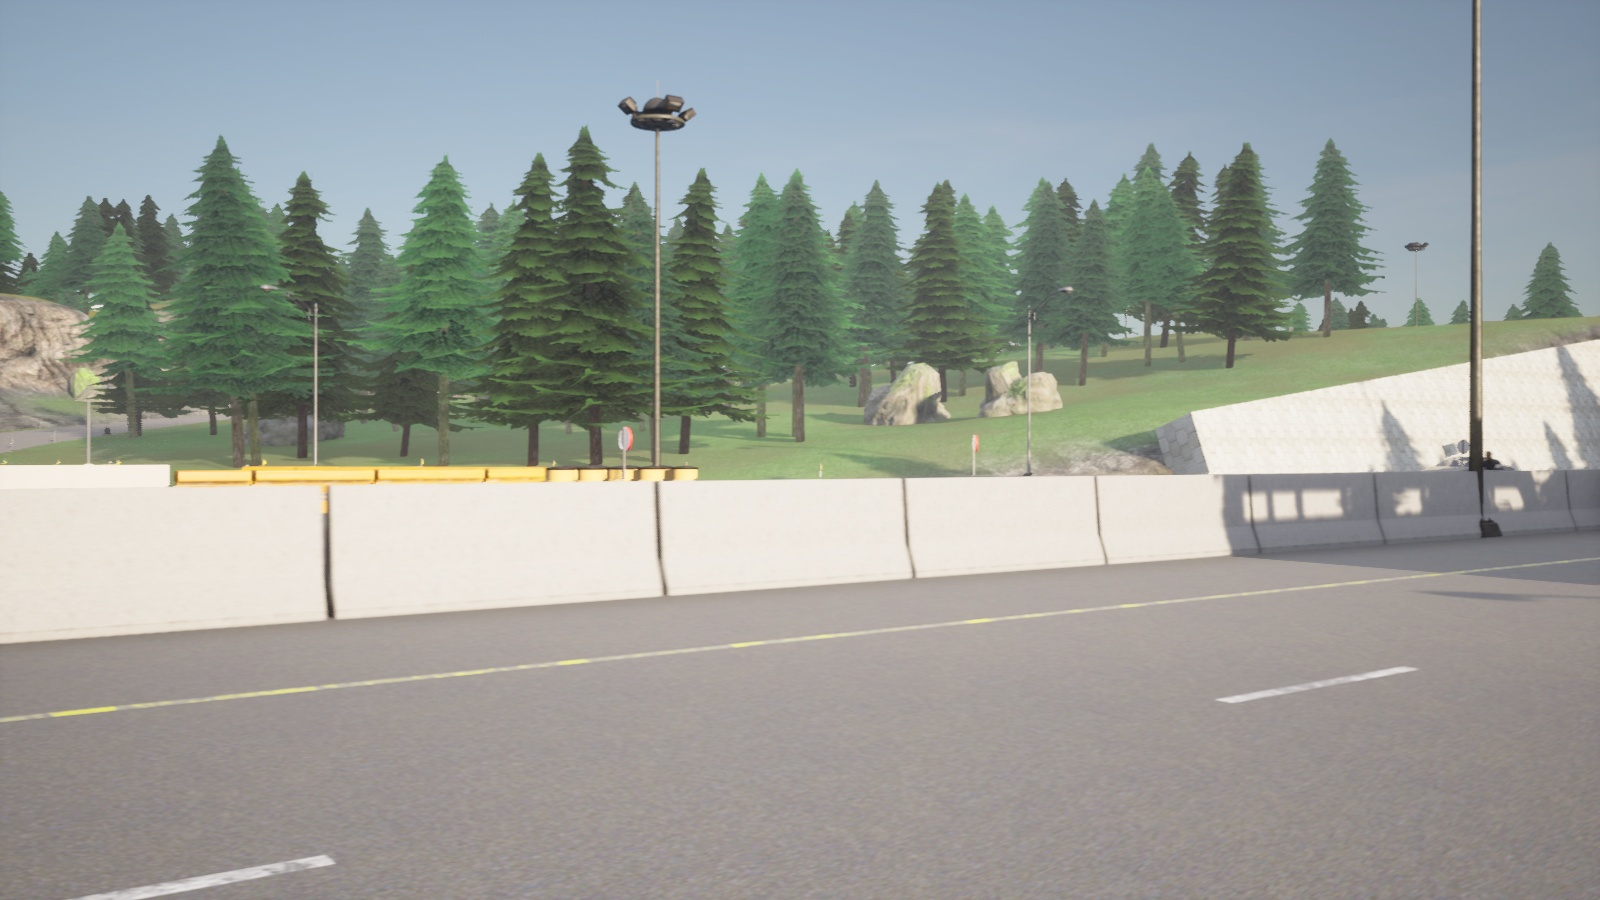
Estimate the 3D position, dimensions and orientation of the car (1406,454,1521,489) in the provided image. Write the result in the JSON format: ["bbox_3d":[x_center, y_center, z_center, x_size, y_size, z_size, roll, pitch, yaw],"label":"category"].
[{"bbox_3d":[28.054,0.863,53.043,5.357,1.411,2.033,0,0,-35],"label":"car"}]
